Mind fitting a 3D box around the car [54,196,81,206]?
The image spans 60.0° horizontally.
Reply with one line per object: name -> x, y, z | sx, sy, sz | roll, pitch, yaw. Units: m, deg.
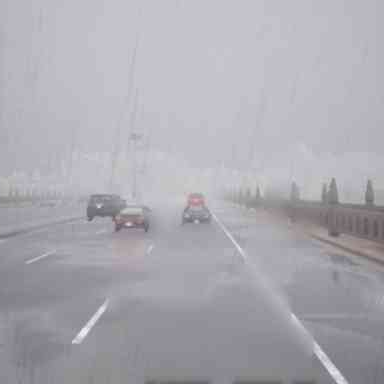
car -> -13.718, 1.258, 38.453 | 2.097, 1.767, 4.553 | 0, 0, 1

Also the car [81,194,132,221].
car -> -6.653, 1.159, 26.542 | 2.150, 2.045, 5.566 | 0, 0, 1

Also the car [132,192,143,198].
car -> -13.211, 1.087, 80.019 | 2.150, 2.045, 5.566 | 0, 0, 1

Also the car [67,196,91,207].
car -> -17.070, 1.357, 50.682 | 1.882, 1.535, 5.008 | 0, 0, 1

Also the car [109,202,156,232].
car -> -3.225, 1.481, 19.428 | 1.812, 1.442, 4.674 | 0, 0, 1

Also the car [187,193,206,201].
car -> 0.510, 1.132, 41.437 | 2.150, 2.045, 5.566 | 0, 0, 1

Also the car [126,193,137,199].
car -> -16.597, 1.186, 91.291 | 1.882, 1.535, 5.008 | 0, 0, 1

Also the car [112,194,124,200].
car -> -20.109, 1.352, 90.120 | 2.128, 1.511, 4.902 | 0, 0, 1

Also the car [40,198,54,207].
car -> -20.585, 1.480, 49.161 | 1.895, 1.301, 4.718 | 0, 0, 1

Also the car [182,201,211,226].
car -> 0.312, 1.551, 23.021 | 1.895, 1.301, 4.718 | 0, 0, 1
